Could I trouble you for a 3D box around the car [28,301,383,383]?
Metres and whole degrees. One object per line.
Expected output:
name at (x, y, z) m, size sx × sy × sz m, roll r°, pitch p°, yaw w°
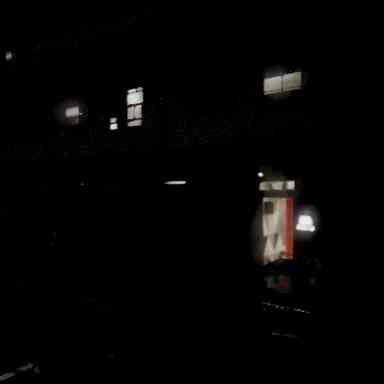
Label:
car at (0.407, 1.592, 2.572) m, size 4.206 × 1.307 × 1.802 m, roll -1°, pitch 0°, yaw 35°
